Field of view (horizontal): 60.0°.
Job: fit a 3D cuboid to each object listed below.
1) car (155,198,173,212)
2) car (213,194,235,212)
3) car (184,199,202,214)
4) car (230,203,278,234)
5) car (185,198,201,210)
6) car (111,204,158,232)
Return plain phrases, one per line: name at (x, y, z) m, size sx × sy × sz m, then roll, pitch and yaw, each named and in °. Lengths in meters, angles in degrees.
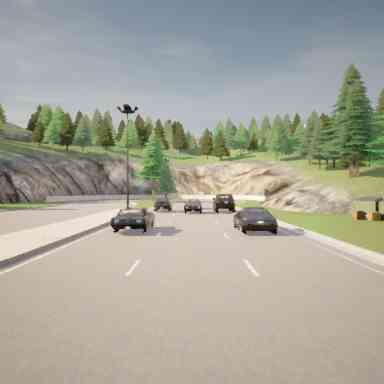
car at (-3.378, 1.504, 39.615) m, size 1.837 × 1.490 × 4.892 m, roll 0°, pitch 0°, yaw 0°
car at (3.611, 1.223, 38.001) m, size 2.150 × 2.045 × 5.566 m, roll 0°, pitch 0°, yaw 0°
car at (0.107, 1.601, 35.855) m, size 1.895 × 1.301 × 4.718 m, roll 0°, pitch 0°, yaw 0°
car at (3.603, 1.564, 19.439) m, size 1.994 × 1.385 × 4.181 m, roll 0°, pitch 0°, yaw 0°
car at (0.203, 1.564, 44.614) m, size 1.994 × 1.385 × 4.181 m, roll 0°, pitch 0°, yaw 2°
car at (-3.396, 1.601, 19.882) m, size 1.895 × 1.301 × 4.718 m, roll 0°, pitch 0°, yaw 0°
